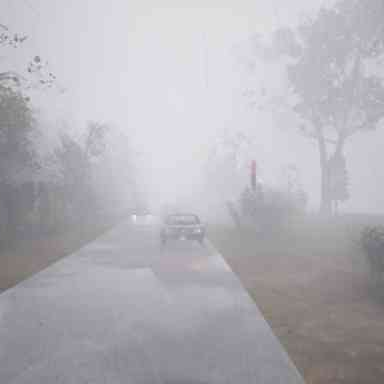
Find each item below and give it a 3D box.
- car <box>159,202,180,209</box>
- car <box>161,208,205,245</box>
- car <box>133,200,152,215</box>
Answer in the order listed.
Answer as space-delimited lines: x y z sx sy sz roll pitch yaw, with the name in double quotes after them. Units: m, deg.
-2.236 1.800 34.080 1.837 1.490 4.892 0 -1 -7 "car"
-0.511 1.682 16.126 1.895 1.301 4.718 0 -1 -4 "car"
-5.740 1.706 38.665 2.097 1.767 4.553 1 -1 -7 "car"
